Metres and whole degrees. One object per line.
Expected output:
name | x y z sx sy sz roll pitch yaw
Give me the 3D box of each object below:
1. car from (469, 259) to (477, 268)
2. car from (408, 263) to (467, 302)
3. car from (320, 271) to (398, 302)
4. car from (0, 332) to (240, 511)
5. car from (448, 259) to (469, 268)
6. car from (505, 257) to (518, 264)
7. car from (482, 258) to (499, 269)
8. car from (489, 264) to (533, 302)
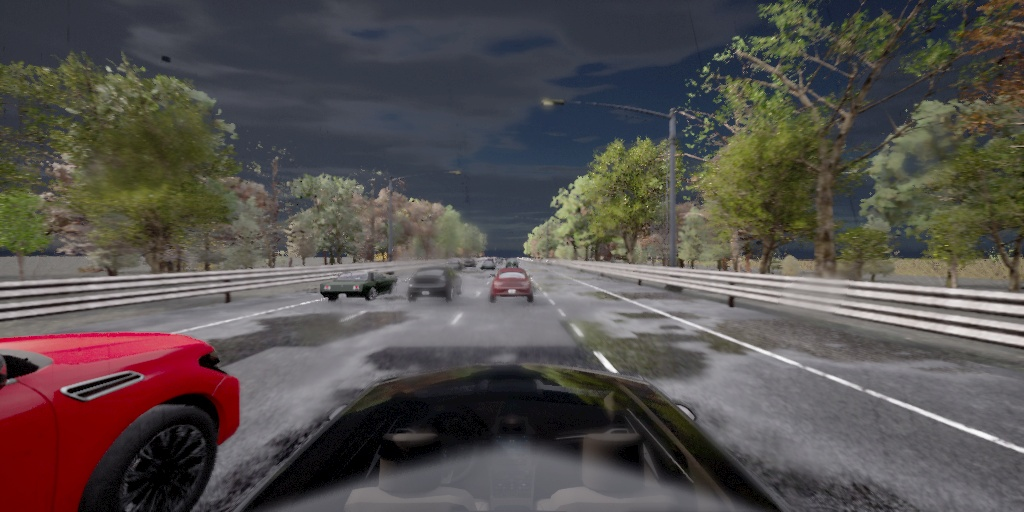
car | -6.996 1.269 60.676 1.837 1.490 4.892 0 0 0
car | -3.500 1.258 16.942 1.837 1.490 4.892 0 0 0
car | -6.999 1.352 17.023 1.895 1.301 4.718 0 0 0
car | -3.501 0.972 0.800 2.150 2.045 5.566 0 0 0
car | -6.999 1.248 44.676 2.128 1.511 4.902 0 0 0
car | 0.004 1.114 60.546 2.097 1.767 4.553 0 0 0
car | -3.499 1.324 54.636 1.994 1.385 4.181 0 0 0
car | 0.001 1.277 16.886 1.812 1.442 4.674 0 0 0
